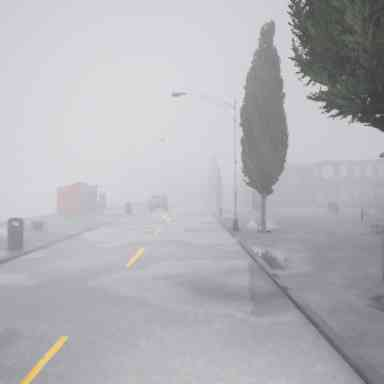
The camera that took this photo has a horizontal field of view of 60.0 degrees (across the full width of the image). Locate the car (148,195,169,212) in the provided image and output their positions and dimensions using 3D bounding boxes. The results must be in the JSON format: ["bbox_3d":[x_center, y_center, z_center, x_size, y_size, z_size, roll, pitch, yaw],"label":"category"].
[{"bbox_3d":[-4.002,1.332,40.954,2.150,2.045,5.566,0,-1,0],"label":"car"}]
